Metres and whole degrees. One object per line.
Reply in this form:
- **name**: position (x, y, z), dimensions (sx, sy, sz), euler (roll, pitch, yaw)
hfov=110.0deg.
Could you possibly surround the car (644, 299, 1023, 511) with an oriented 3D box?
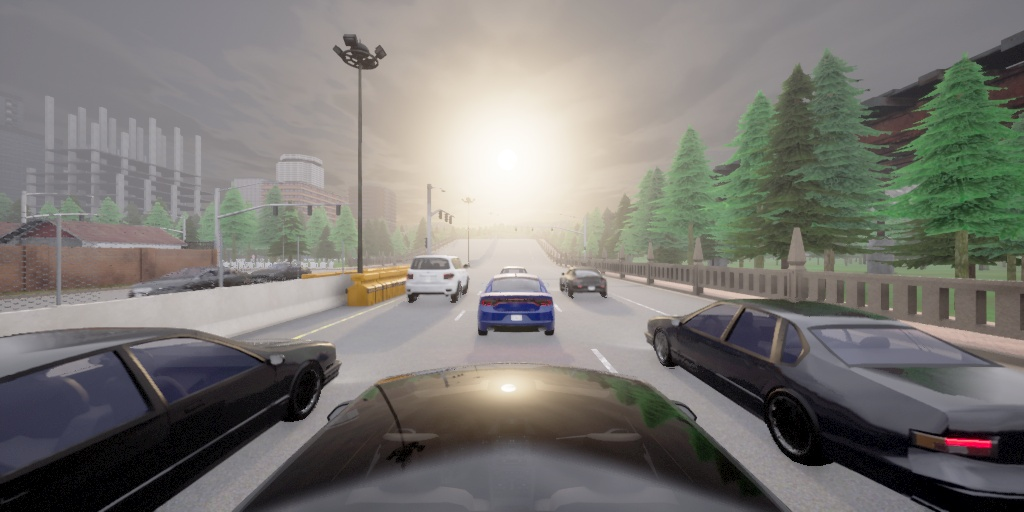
- **car**: position (3.599, 1.297, 4.834), dimensions (2.033, 1.411, 5.357), euler (0, 0, 0)

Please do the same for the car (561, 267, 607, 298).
- **car**: position (3.605, 1.275, 18.529), dimensions (1.812, 1.442, 4.674), euler (0, 0, 0)

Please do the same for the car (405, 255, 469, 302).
- **car**: position (-3.392, 0.975, 17.133), dimensions (2.150, 2.045, 5.566), euler (0, 0, 0)

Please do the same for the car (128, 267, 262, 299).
- **car**: position (-14.083, 1.241, 16.047), dimensions (2.128, 1.511, 4.902), euler (0, 0, 0)

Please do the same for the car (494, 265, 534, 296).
- **car**: position (0.109, 1.298, 20.727), dimensions (2.033, 1.411, 5.357), euler (0, 0, 0)

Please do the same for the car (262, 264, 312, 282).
- **car**: position (-17.497, 1.298, 27.438), dimensions (2.033, 1.411, 5.357), euler (0, 0, 0)

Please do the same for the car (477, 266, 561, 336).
- **car**: position (0.101, 1.228, 10.476), dimensions (1.882, 1.535, 5.008), euler (0, 0, 0)

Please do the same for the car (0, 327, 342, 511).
- **car**: position (-3.401, 1.298, 2.741), dimensions (2.033, 1.411, 5.357), euler (0, 0, 0)
